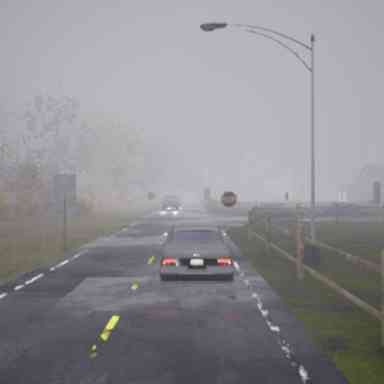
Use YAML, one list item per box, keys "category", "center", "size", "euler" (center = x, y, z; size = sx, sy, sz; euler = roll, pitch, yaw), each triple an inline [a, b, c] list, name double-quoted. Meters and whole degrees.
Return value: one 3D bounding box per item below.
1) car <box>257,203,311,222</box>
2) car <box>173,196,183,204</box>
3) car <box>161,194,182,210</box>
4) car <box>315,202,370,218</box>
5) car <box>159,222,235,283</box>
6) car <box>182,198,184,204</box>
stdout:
- category: "car"
  center: [6.864, 1.591, 26.345]
  size: [4.181, 1.385, 1.994]
  euler: [0, -1, -18]
- category: "car"
  center: [-2.777, 1.657, 68.479]
  size: [1.837, 1.490, 4.892]
  euler: [0, 0, 0]
- category: "car"
  center: [-2.858, 1.342, 45.107]
  size: [2.150, 2.045, 5.566]
  euler: [0, 0, 0]
- category: "car"
  center: [12.949, 1.587, 29.841]
  size: [5.357, 1.411, 2.033]
  euler: [0, -1, -2]
- category: "car"
  center: [0.097, 1.579, 9.754]
  size: [2.033, 1.411, 5.357]
  euler: [0, 0, 0]
- category: "car"
  center: [-2.834, 1.615, 55.430]
  size: [1.882, 1.535, 5.008]
  euler: [0, 0, 0]
